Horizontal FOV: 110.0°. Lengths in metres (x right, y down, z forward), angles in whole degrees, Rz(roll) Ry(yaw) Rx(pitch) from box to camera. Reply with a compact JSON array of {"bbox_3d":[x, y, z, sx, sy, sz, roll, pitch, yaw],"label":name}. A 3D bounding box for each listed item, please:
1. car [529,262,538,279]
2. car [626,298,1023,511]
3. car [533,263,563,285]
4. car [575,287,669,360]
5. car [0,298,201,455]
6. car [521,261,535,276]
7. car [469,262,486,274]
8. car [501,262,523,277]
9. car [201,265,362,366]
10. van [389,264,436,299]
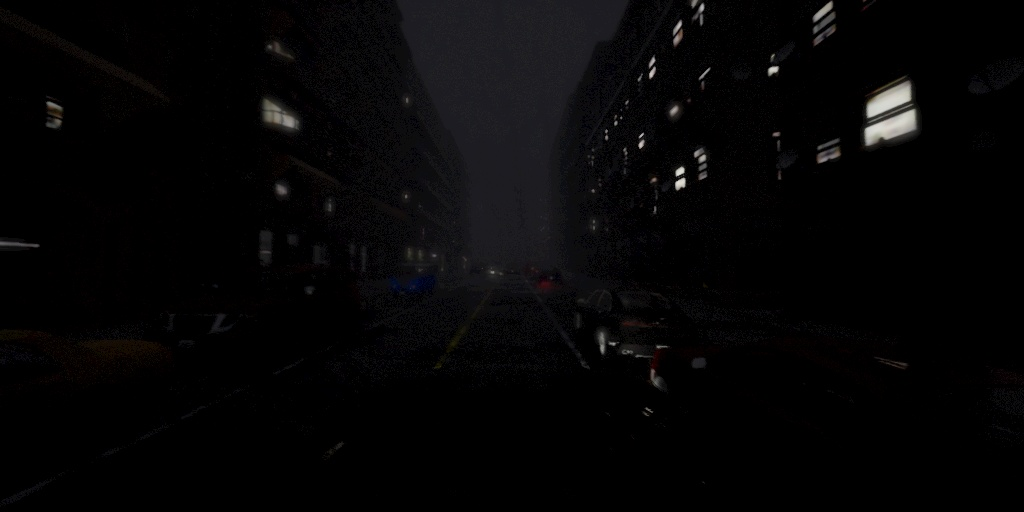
[{"bbox_3d":[3.043,1.677,36.927,1.837,1.490,4.892,0,-1,0],"label":"car"},{"bbox_3d":[2.568,1.307,2.759,1.888,1.381,4.507,0,0,0],"label":"car"},{"bbox_3d":[3.033,1.561,29.926,1.882,1.535,5.008,0,-1,0],"label":"car"},{"bbox_3d":[2.572,1.374,8.290,2.007,1.370,4.403,0,0,0],"label":"car"},{"bbox_3d":[-5.313,1.288,2.657,1.751,1.417,4.829,0,0,0],"label":"car"},{"bbox_3d":[2.563,1.620,47.001,2.192,1.841,5.009,0,0,0],"label":"car"},{"bbox_3d":[-5.282,1.947,52.596,1.948,1.339,4.313,0,0,0],"label":"car"},{"bbox_3d":[0.035,1.819,45.084,1.994,1.385,4.181,0,-1,0],"label":"car"},{"bbox_3d":[-5.310,1.139,8.358,2.192,1.841,5.009,0,0,0],"label":"car"},{"bbox_3d":[-5.303,1.294,19.416,1.690,1.789,3.998,0,0,0],"label":"van"}]
